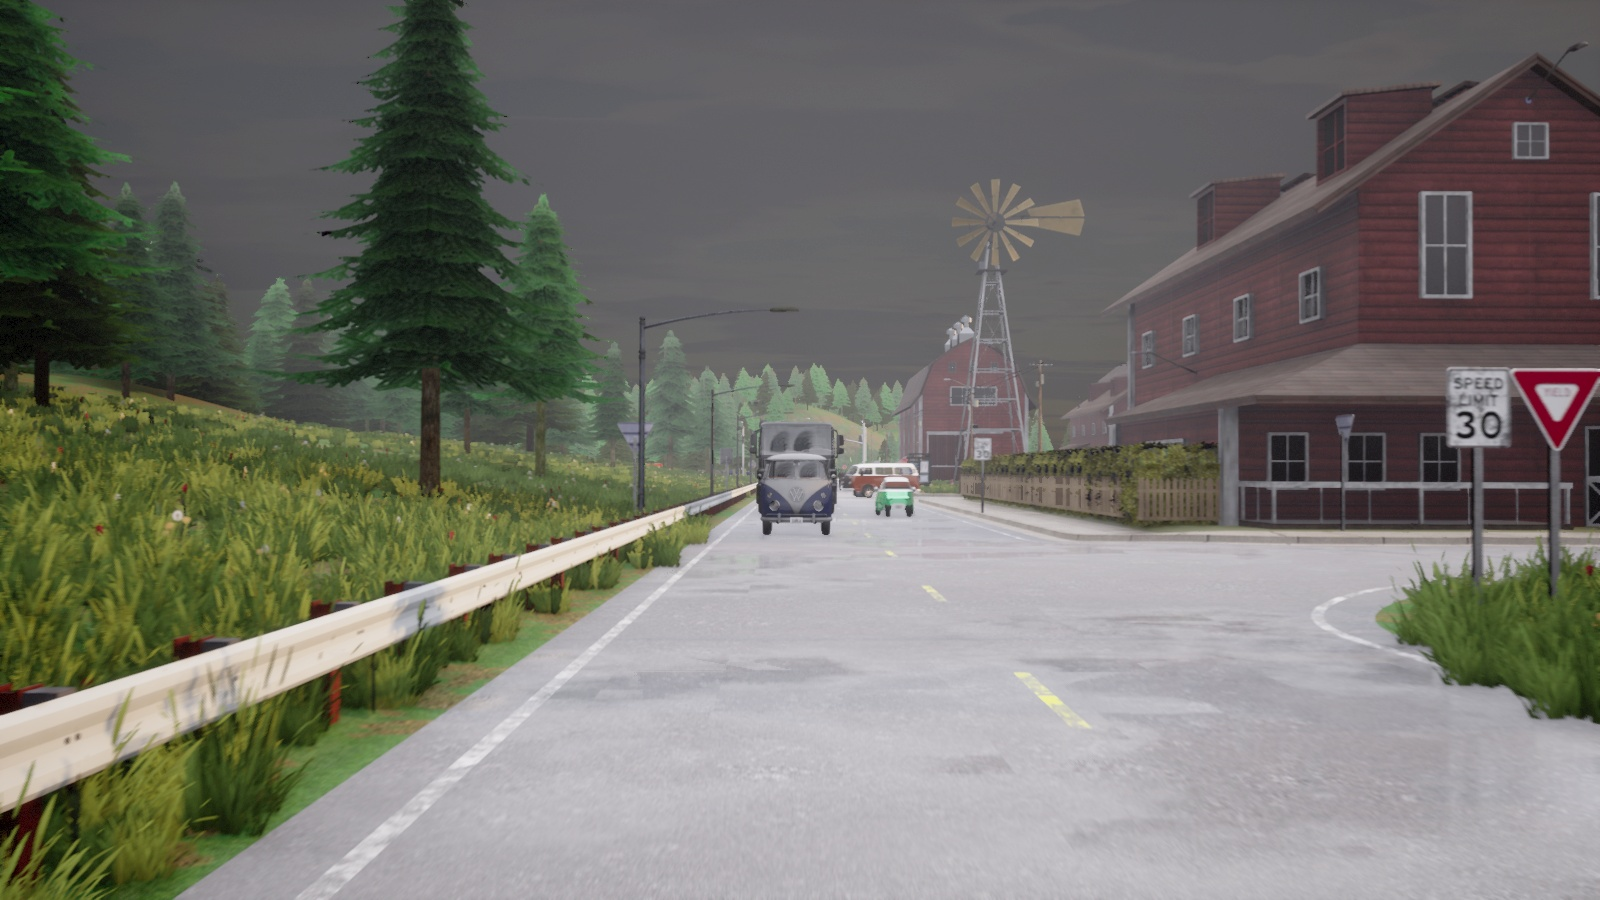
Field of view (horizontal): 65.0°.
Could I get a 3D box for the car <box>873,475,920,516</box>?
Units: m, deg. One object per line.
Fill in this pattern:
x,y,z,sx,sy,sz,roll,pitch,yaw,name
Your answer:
3.393,1.597,44.310,1.481,1.376,2.207,0,-1,0,car

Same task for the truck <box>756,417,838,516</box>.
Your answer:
-0.121,0.640,48.263,2.891,3.462,7.936,0,-1,0,truck

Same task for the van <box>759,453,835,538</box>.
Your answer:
-0.078,1.098,31.738,1.775,1.987,4.442,0,-1,0,van

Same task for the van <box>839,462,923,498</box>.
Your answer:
4.726,1.749,73.520,4.480,2.038,2.069,0,-2,-18,van
